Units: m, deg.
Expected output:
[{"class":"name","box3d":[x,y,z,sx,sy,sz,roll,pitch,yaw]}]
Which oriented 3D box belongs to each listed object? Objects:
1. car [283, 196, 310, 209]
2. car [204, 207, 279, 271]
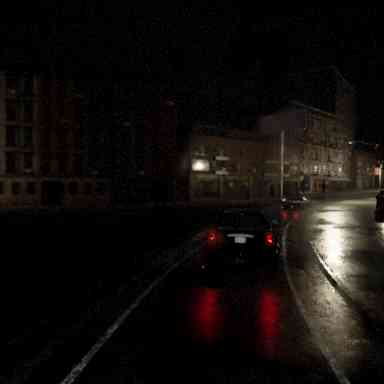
[{"class":"car","box3d":[11.349,1.100,35.780,1.895,1.301,4.718,1,2,31]},{"class":"car","box3d":[1.788,1.322,11.177,2.097,1.767,4.553,1,1,13]}]
